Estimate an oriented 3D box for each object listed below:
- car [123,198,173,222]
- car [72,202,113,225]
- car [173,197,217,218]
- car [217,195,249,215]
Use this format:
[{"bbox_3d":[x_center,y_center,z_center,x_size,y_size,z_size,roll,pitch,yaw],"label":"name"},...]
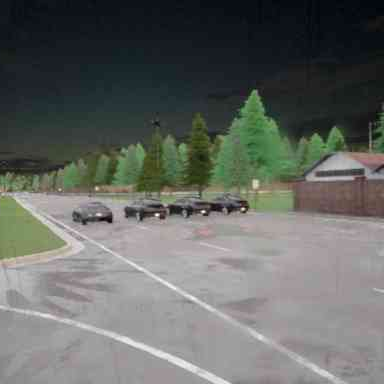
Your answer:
[{"bbox_3d":[-3.475,1.216,23.701,1.837,1.490,4.892,-2,1,-29],"label":"car"},{"bbox_3d":[-6.793,1.370,22.465,1.994,1.385,4.181,-2,1,-29],"label":"car"},{"bbox_3d":[-0.408,1.120,25.385,1.837,1.490,4.892,-2,1,-29],"label":"car"},{"bbox_3d":[2.641,1.024,27.102,1.837,1.490,4.892,-2,1,-29],"label":"car"}]
